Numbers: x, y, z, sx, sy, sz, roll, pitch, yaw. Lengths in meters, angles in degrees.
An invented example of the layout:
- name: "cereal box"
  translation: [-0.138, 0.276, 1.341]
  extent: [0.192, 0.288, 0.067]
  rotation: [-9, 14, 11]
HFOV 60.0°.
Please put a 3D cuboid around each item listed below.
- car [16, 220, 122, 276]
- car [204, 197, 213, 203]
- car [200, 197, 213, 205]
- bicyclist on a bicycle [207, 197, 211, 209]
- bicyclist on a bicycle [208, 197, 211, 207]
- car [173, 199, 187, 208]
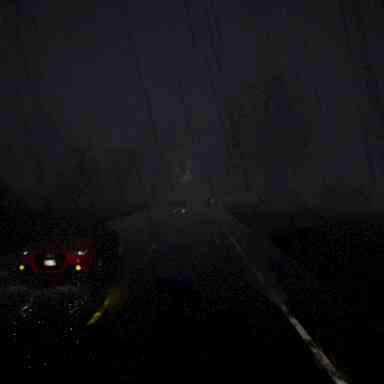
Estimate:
- name: "car"
  translation: [-3.502, 1.570, 10.243]
  extent: [1.994, 1.385, 4.181]
  rotation: [0, 0, 1]
- name: "car"
  translation: [3.814, 1.899, 76.998]
  extent: [1.895, 1.301, 4.718]
  rotation: [0, 0, 6]
- name: "car"
  translation: [2.686, 1.823, 64.478]
  extent: [1.895, 1.301, 4.718]
  rotation: [0, 0, 5]
- name: "bicyclist on a bicycle"
  translation: [2.244, 1.559, 44.033]
  extent: [0.582, 1.620, 1.656]
  rotation: [0, -1, 3]
- name: "bicyclist on a bicycle"
  translation: [2.813, 1.608, 53.152]
  extent: [0.582, 1.620, 1.656]
  rotation: [0, -1, 4]
- name: "car"
  translation: [-1.820, 1.703, 51.821]
  extent: [1.994, 1.385, 4.181]
  rotation: [0, 0, 4]
